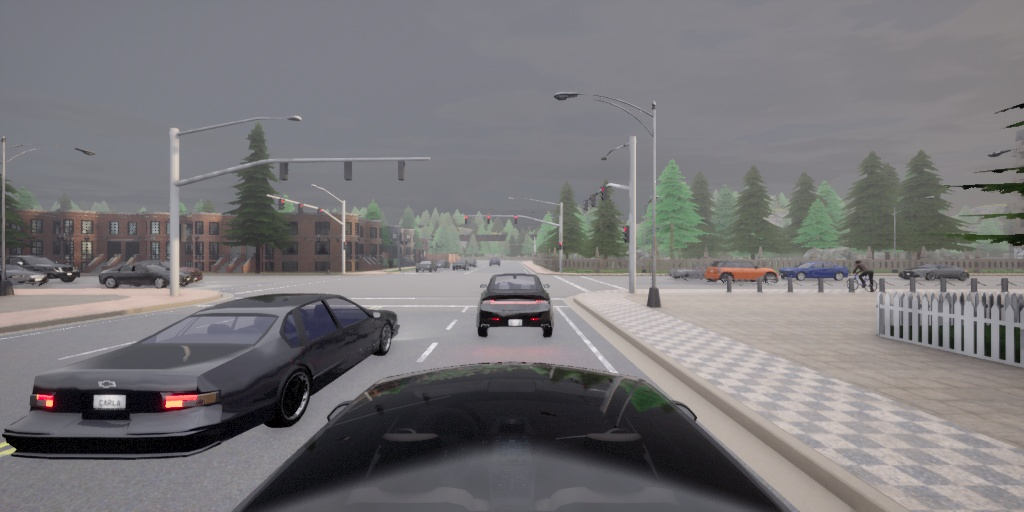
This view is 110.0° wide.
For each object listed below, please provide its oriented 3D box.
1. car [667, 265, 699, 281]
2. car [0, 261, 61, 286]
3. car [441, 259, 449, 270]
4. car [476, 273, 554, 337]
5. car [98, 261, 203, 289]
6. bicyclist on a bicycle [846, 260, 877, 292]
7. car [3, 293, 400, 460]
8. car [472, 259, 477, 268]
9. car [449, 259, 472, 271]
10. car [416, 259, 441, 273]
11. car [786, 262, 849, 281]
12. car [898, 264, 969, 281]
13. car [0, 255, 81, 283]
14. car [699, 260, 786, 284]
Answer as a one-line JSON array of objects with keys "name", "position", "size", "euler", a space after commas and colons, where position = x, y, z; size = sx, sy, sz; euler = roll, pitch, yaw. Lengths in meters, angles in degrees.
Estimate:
[{"name": "car", "position": [15.567, 1.351, 29.728], "size": [4.718, 1.301, 1.895], "euler": [0, 0, 0]}, {"name": "car", "position": [-32.550, 1.242, 22.636], "size": [4.902, 1.511, 2.128], "euler": [0, 0, -4]}, {"name": "car", "position": [-10.579, 1.240, 53.824], "size": [2.128, 1.511, 4.902], "euler": [0, 0, 0]}, {"name": "car", "position": [0.083, 1.242, 10.257], "size": [2.128, 1.511, 4.902], "euler": [0, 0, 0]}, {"name": "car", "position": [-23.185, 1.255, 22.875], "size": [4.892, 1.490, 1.837], "euler": [0, 0, -3]}, {"name": "bicyclist on a bicycle", "position": [18.252, 1.052, 18.742], "size": [0.582, 1.620, 1.656], "euler": [0, 0, 0]}, {"name": "car", "position": [-3.436, 1.297, 5.589], "size": [2.033, 1.411, 5.357], "euler": [0, 0, 0]}, {"name": "car", "position": [-7.043, 1.253, 60.876], "size": [1.837, 1.490, 4.892], "euler": [0, 0, 0]}, {"name": "car", "position": [-7.086, 1.255, 49.996], "size": [1.837, 1.490, 4.892], "euler": [0, 0, 0]}, {"name": "car", "position": [-10.577, 1.276, 44.577], "size": [1.812, 1.442, 4.674], "euler": [0, 0, 0]}, {"name": "car", "position": [24.859, 1.228, 29.715], "size": [5.008, 1.535, 1.882], "euler": [0, 0, 0]}, {"name": "car", "position": [34.833, 1.314, 29.692], "size": [4.181, 1.385, 1.994], "euler": [0, 0, 1]}, {"name": "car", "position": [-35.167, 0.971, 25.963], "size": [5.566, 2.045, 2.150], "euler": [0, 0, -6]}, {"name": "car", "position": [16.628, 1.102, 26.038], "size": [4.553, 1.767, 2.097], "euler": [0, 0, 0]}]
